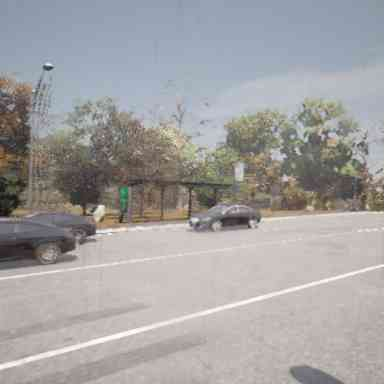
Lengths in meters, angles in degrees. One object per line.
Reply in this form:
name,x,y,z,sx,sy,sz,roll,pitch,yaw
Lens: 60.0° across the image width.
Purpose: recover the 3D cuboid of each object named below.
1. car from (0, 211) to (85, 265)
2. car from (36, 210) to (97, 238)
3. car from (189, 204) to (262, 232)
car,-5.967,1.526,10.161,4.674,1.442,1.812,0,0,-35
car,-6.417,1.527,14.142,4.674,1.442,1.812,0,0,-35
car,2.090,1.495,20.098,4.902,1.511,2.128,0,0,-35
